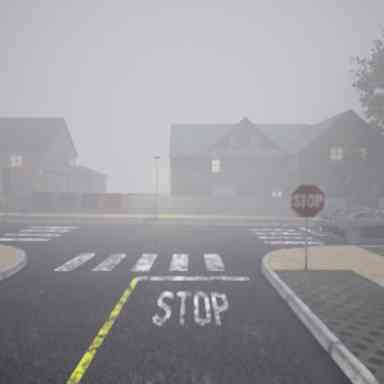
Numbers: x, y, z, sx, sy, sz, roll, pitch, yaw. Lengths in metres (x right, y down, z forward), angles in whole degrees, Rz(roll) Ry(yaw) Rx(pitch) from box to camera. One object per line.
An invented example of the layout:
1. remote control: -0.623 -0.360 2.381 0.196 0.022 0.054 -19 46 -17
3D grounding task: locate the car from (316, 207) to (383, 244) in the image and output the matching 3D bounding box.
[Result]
1. car: 8.119 1.446 14.833 4.902 1.511 2.128 1 2 -1
